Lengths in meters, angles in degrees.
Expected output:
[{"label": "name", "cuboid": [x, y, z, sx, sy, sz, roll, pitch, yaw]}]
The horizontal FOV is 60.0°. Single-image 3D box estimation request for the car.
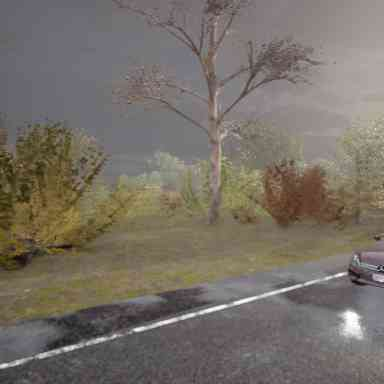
[{"label": "car", "cuboid": [5.724, 1.484, 8.136, 4.674, 1.442, 1.812, 0, 0, -36]}]
